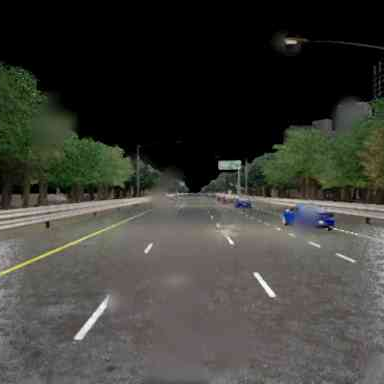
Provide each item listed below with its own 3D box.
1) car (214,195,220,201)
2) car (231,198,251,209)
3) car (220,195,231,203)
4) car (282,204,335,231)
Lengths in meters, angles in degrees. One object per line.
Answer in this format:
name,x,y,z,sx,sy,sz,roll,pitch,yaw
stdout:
car,7.394,1.530,84.190,1.882,1.535,5.008,0,0,1
car,7.126,1.531,47.216,1.882,1.535,5.008,0,0,0
car,7.260,1.577,68.215,1.812,1.442,4.674,0,0,0
car,7.024,1.508,20.551,1.882,1.535,5.008,0,0,0
